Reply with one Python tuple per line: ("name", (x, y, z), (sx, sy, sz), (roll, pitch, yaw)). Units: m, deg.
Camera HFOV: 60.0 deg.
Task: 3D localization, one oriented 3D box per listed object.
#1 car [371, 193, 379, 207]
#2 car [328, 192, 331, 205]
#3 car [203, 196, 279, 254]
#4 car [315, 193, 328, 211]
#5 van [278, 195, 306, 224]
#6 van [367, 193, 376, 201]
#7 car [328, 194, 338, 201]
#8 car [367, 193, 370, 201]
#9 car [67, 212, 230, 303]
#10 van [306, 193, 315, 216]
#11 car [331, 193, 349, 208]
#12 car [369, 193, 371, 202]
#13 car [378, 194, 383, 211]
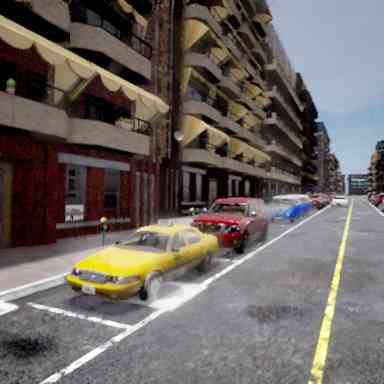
("car", (25.785, 1.129, 44.550), (2.192, 1.841, 5.009), (2, 1, 26))
("car", (16.332, 1.054, 43.093), (2.192, 1.841, 5.009), (2, 1, 26))
("car", (1.717, 1.192, 13.304), (2.192, 1.841, 5.009), (2, 1, 26))
("car", (13.896, 1.074, 38.128), (2.192, 1.841, 5.009), (2, 1, 26))
("van", (6.587, 1.164, 23.232), (1.690, 1.788, 3.998), (2, 1, 26))
("van", (42.838, 1.084, 79.313), (1.690, 1.788, 3.998), (2, 1, 26))
("car", (30.940, 1.205, 72.889), (1.887, 1.381, 4.507), (2, 1, 26))
("car", (35.523, 1.344, 64.419), (1.802, 1.307, 4.206), (2, 1, 26))
("car", (-0.801, 1.432, 8.190), (1.752, 1.417, 4.829), (2, 1, 26))
("van", (9.023, 1.141, 28.199), (1.690, 1.788, 3.998), (2, 1, 26))
("car", (19.719, 1.286, 44.234), (1.812, 1.442, 4.674), (1, 1, 26))
("car", (30.654, 1.225, 54.484), (1.967, 1.590, 4.097), (2, 1, 26))
("car", (20.947, 1.292, 34.603), (1.967, 1.590, 4.097), (2, 1, 26))
